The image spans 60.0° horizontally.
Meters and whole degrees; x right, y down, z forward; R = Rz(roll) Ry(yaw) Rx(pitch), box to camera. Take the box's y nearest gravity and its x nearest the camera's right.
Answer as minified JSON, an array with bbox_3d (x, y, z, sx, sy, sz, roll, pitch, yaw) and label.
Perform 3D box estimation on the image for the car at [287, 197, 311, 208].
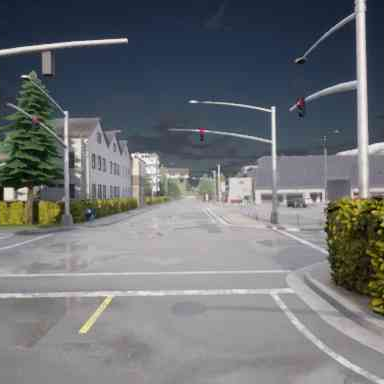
[{"bbox_3d":[15.416,1.629,49.172,2.007,1.523,4.514,-1,-1,0],"label":"car"}]

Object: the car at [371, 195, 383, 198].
[{"bbox_3d":[19.112,1.183,31.306,1.905,1.878,3.866,-1,-1,0],"label":"car"}]

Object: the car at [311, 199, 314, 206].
[{"bbox_3d":[19.059,1.573,56.231,1.970,1.475,3.806,-1,-1,0],"label":"car"}]

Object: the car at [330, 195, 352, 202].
[{"bbox_3d":[25.474,1.398,56.572,2.152,1.636,5.027,-1,-1,0],"label":"car"}]
